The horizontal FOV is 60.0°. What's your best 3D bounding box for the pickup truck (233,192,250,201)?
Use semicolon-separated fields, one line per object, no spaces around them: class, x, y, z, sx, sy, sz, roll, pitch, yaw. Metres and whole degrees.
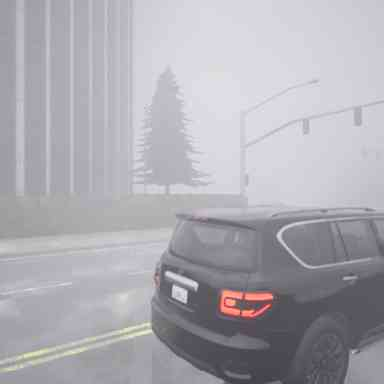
pickup truck;10.283;1.059;68.812;2.390;2.098;6.274;0;0;-5

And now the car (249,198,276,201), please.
car;9.672;1.564;41.468;1.994;1.385;4.181;0;0;-36

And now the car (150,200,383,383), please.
car;2.067;1.222;5.213;5.566;2.045;2.150;0;0;-35
